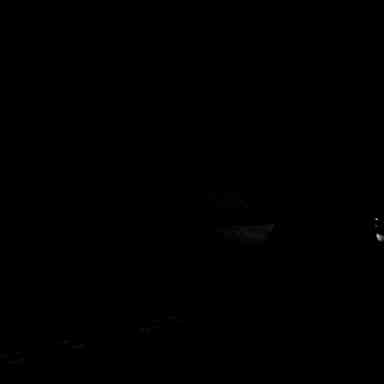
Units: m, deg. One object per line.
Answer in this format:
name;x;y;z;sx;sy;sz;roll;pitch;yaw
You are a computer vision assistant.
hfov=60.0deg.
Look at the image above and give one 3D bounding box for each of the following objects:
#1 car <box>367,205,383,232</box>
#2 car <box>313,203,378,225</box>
car;11.067;1.485;19.404;4.181;1.385;1.994;0;0;-33
car;10.870;1.495;23.432;4.718;1.301;1.895;0;0;-32
